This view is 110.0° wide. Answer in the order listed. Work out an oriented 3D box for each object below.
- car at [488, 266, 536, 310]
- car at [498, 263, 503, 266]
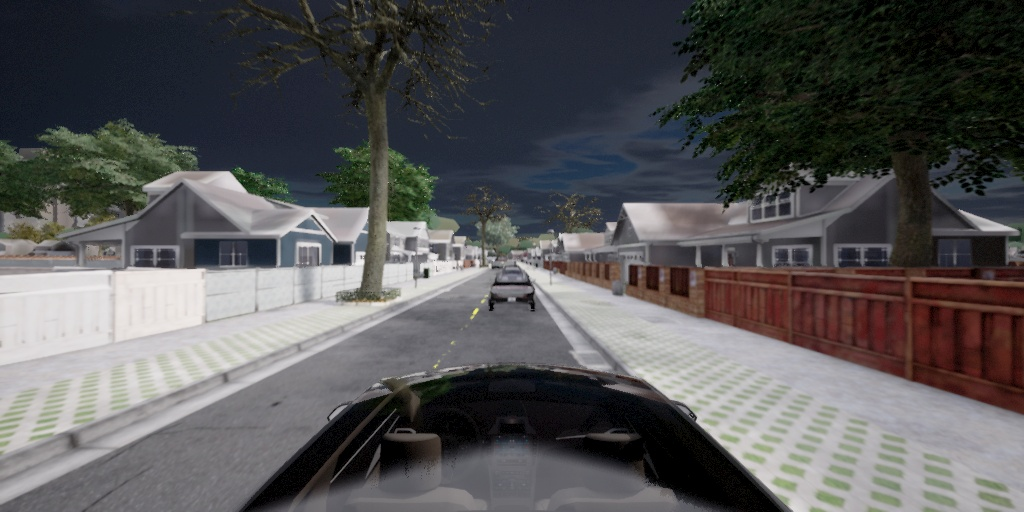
[{"bbox_3d":[0.013,1.376,15.361,2.128,1.511,4.902,0,0,0],"label":"car"},{"bbox_3d":[0.005,1.533,30.361,1.837,1.490,4.892,0,0,0],"label":"car"}]
